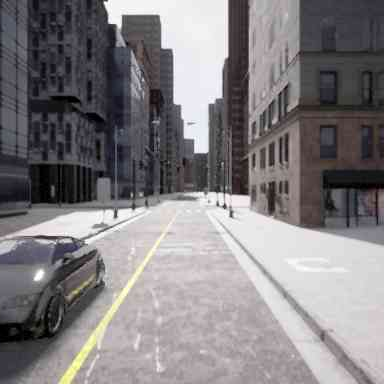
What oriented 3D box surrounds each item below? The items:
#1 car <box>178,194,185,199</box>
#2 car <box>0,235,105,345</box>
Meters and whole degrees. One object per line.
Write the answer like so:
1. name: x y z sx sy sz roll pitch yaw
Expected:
1. car: -2.997 1.276 93.795 1.882 1.535 5.008 0 0 0
2. car: -3.100 1.555 6.421 1.994 1.385 4.181 0 0 0
